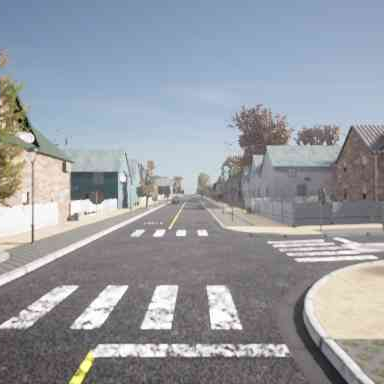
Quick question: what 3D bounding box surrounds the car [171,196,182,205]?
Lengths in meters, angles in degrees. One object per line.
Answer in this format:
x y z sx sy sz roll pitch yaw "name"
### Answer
-2.783 1.513 60.458 1.837 1.490 4.892 0 0 0 "car"
